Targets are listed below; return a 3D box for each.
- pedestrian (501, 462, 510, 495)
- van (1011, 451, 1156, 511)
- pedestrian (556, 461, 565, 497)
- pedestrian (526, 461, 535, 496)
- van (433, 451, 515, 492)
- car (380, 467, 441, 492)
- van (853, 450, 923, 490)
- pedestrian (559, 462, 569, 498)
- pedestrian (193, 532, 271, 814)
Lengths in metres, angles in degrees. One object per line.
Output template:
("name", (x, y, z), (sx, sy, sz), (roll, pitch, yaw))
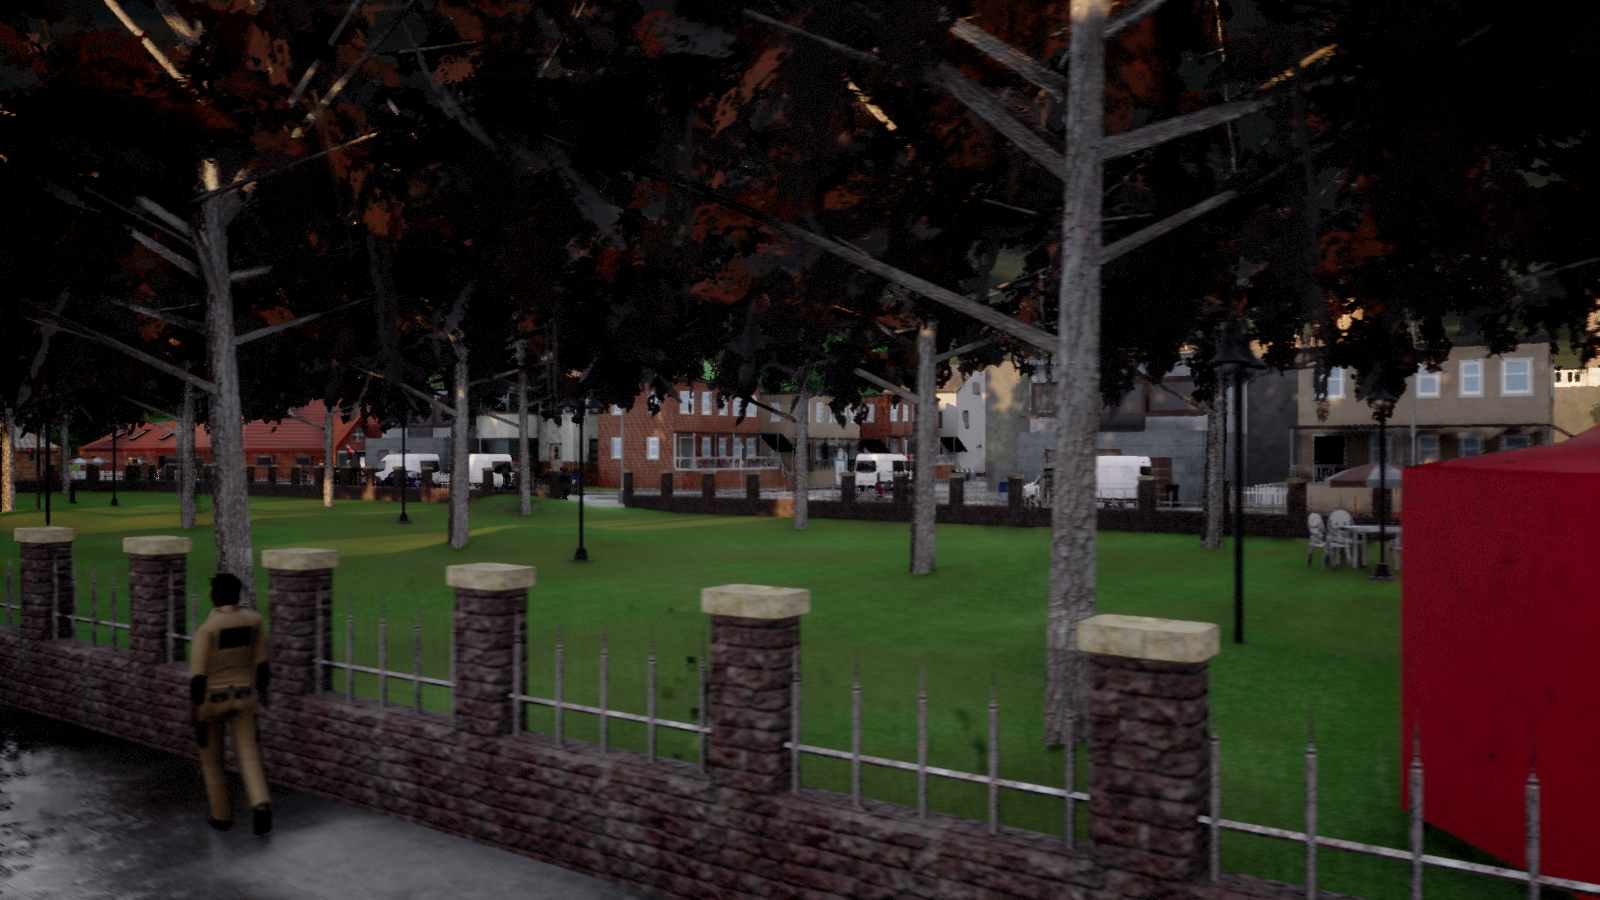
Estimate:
("pedestrian", (-16.819, 1.629, 65.216), (0.375, 1.860, 0.375), (0, 0, 35))
("van", (12.541, 1.314, 50.729), (5.915, 2.561, 1.988), (0, 0, 35))
("pedestrian", (-12.631, 1.525, 60.277), (0.375, 1.860, 0.375), (0, 0, -39))
("pedestrian", (-14.589, 1.525, 61.811), (0.375, 1.860, 0.375), (0, 0, -34))
("van", (-21.023, 1.314, 73.570), (5.915, 2.561, 1.988), (0, 0, 38))
("car", (-24.407, 1.818, 71.555), (3.633, 1.501, 1.845), (0, 0, 36))
("van", (6.049, 1.314, 77.845), (1.988, 2.561, 5.915), (0, 0, 36))
("pedestrian", (-12.123, 1.525, 58.755), (0.375, 1.860, 0.375), (0, 0, 44))
("pedestrian", (-3.968, 1.525, 7.980), (0.375, 1.860, 0.375), (0, 0, 42))
